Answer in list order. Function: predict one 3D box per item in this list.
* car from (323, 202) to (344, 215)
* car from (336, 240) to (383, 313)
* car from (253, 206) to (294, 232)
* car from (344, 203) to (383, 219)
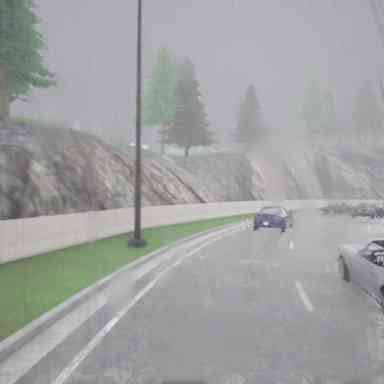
[{"bbox_3d":[15.774,1.743,35.319,4.718,1.301,1.895,1,0,-44],"label":"car"},{"bbox_3d":[4.486,1.641,6.887,1.895,1.301,4.718,0,0,10],"label":"car"},{"bbox_3d":[5.050,1.572,20.379,1.812,1.442,4.674,0,0,25],"label":"car"},{"bbox_3d":[16.153,1.692,30.497,2.033,1.411,5.357,0,0,43],"label":"car"}]
